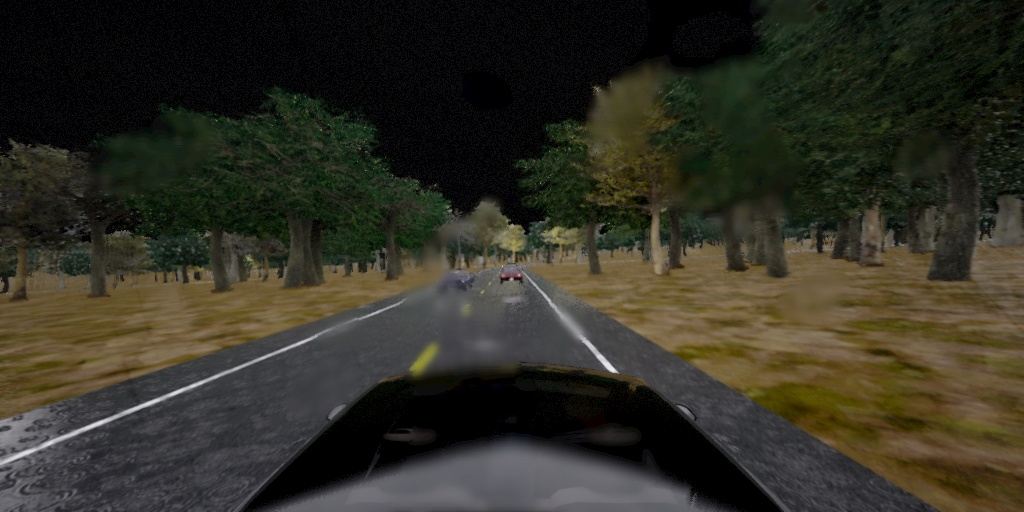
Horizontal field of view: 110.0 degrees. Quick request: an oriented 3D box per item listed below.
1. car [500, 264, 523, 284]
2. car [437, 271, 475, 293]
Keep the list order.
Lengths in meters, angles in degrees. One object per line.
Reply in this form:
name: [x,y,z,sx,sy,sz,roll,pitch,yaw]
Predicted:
car: [-0.039,1.572,30.185,1.895,1.301,4.718,-1,-1,0]
car: [-3.545,1.653,23.304,1.895,1.301,4.718,-1,0,0]
